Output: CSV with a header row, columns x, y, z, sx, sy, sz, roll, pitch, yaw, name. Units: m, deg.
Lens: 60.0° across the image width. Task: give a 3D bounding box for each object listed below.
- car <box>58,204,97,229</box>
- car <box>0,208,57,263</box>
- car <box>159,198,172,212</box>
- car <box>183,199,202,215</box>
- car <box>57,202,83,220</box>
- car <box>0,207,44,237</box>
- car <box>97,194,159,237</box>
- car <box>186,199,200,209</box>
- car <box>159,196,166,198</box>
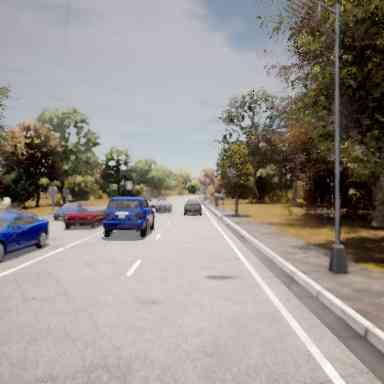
x,y,z,sx,sy,sz,roll,pitch,yaw,name
-7.001,1.687,22.530,1.895,1.301,4.718,0,0,0,car
-7.033,1.525,12.225,1.882,1.535,5.008,0,0,1,car
-3.402,1.755,40.363,1.895,1.301,4.718,0,0,0,car
0.099,1.632,36.383,2.128,1.511,4.902,0,0,0,car
-10.502,1.638,29.315,1.812,1.442,4.674,0,0,0,car
-10.501,1.638,19.287,1.994,1.385,4.181,0,0,0,car
-3.402,1.294,18.795,2.150,2.045,5.566,0,0,0,car
0.095,1.739,49.935,2.033,1.411,5.357,0,0,0,car
-7.004,1.614,76.833,1.837,1.490,4.892,0,0,0,car
